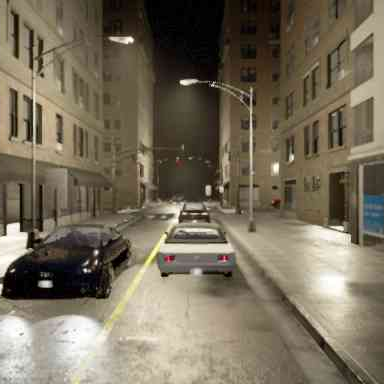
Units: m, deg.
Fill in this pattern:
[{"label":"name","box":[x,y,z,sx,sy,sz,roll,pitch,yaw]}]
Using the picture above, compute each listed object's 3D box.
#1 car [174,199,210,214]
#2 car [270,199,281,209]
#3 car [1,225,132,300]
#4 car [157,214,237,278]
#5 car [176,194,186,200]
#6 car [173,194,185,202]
[{"label":"car","box":[0.114,1.402,20.750,2.128,1.511,4.902,0,0,-1]},{"label":"car","box":[12.284,1.164,40.988,5.009,1.841,2.192,0,0,0]},{"label":"car","box":[-2.747,1.526,8.213,1.994,1.385,4.181,0,0,0]},{"label":"car","box":[0.108,1.555,9.922,1.895,1.301,4.718,0,0,0]},{"label":"car","box":[-2.715,1.243,82.766,2.128,1.511,4.902,0,0,0]},{"label":"car","box":[-2.727,1.115,67.302,2.097,1.767,4.553,0,0,0]}]
